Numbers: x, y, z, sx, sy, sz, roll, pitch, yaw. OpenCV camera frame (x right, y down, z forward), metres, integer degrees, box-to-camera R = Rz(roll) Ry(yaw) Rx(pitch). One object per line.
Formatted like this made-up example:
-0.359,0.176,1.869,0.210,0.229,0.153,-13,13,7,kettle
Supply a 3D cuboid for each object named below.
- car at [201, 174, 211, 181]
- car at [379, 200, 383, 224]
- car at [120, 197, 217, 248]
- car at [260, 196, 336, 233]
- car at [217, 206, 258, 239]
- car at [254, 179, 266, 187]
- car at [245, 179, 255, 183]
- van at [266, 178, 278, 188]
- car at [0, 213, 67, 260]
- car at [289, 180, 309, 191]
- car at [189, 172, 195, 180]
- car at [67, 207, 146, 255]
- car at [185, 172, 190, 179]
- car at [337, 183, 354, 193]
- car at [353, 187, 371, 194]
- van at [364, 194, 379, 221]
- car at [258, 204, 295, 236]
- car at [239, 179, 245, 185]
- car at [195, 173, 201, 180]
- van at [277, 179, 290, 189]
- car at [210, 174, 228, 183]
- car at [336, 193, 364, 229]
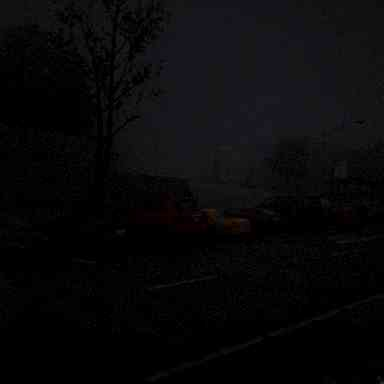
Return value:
5.528,-3.708,85.849,2.435,2.045,5.566,7,4,34,car
12.846,1.399,25.347,4.553,1.767,2.185,-1,-1,36,car
-2.017,1.247,15.079,5.566,2.045,2.435,-1,-1,35,car
5.361,1.260,20.257,5.566,2.045,2.435,-1,-1,35,car
0.311,1.501,16.896,5.366,1.575,1.946,-1,-1,35,car
15.989,-1.821,71.248,1.946,1.575,5.366,7,3,35,car
14.169,-2.053,73.577,2.002,1.452,4.674,7,4,35,car
17.551,-1.773,68.509,1.878,1.987,4.442,7,4,35,van
-6.898,1.493,11.611,4.892,1.521,2.231,-1,-1,35,car
21.017,-1.001,63.659,2.231,1.521,4.892,7,3,35,car
2.027,-4.094,90.802,2.185,1.767,4.553,4,1,34,car
-4.470,1.523,13.346,4.792,1.488,2.163,-1,-1,35,car
0.267,-4.371,93.158,2.435,2.045,5.566,1,-1,35,car
26.192,-0.435,56.249,2.435,2.045,5.566,7,3,35,car
27.871,0.127,53.769,2.002,1.452,4.674,7,3,35,car
10.429,1.293,23.608,4.442,1.987,1.878,-1,-1,35,van
2.926,1.546,18.511,4.674,1.452,2.002,-1,-1,35,car
12.438,-2.326,76.047,2.002,1.452,4.674,7,3,35,car
3.745,-3.859,88.324,2.185,1.767,4.553,6,3,34,car
19.268,-1.500,66.030,1.878,1.987,4.442,7,4,35,van
7.368,-3.185,83.581,1.946,1.575,5.366,7,3,34,car
7.883,1.264,21.950,5.566,2.045,2.435,-1,-1,35,car
